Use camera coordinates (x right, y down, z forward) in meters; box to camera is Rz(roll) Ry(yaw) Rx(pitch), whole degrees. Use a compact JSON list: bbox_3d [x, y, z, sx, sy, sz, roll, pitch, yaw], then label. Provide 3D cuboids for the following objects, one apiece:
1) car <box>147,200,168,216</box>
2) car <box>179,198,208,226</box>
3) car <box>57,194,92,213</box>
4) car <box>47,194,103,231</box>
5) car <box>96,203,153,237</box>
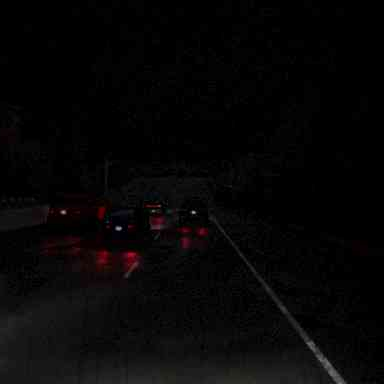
[{"bbox_3d":[-3.390,1.460,31.617,2.128,1.511,4.902,0,0,0],"label":"car"},{"bbox_3d":[0.108,1.402,23.336,2.033,1.649,4.856,0,-1,0],"label":"car"},{"bbox_3d":[-13.988,1.289,40.022,2.150,2.045,5.566,0,0,0],"label":"car"},{"bbox_3d":[-6.893,1.197,20.513,2.150,2.045,5.566,0,-1,0],"label":"car"},{"bbox_3d":[-3.395,1.508,17.717,1.812,1.442,4.674,0,0,0],"label":"car"}]
